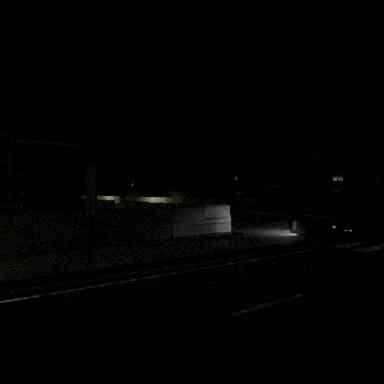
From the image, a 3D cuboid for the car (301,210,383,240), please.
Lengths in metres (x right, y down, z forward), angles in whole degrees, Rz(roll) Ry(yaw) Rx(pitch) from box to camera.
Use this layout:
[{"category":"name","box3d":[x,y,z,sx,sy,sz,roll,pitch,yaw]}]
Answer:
[{"category":"car","box3d":[8.028,1.553,15.855,5.357,1.411,2.033,0,0,21]}]
